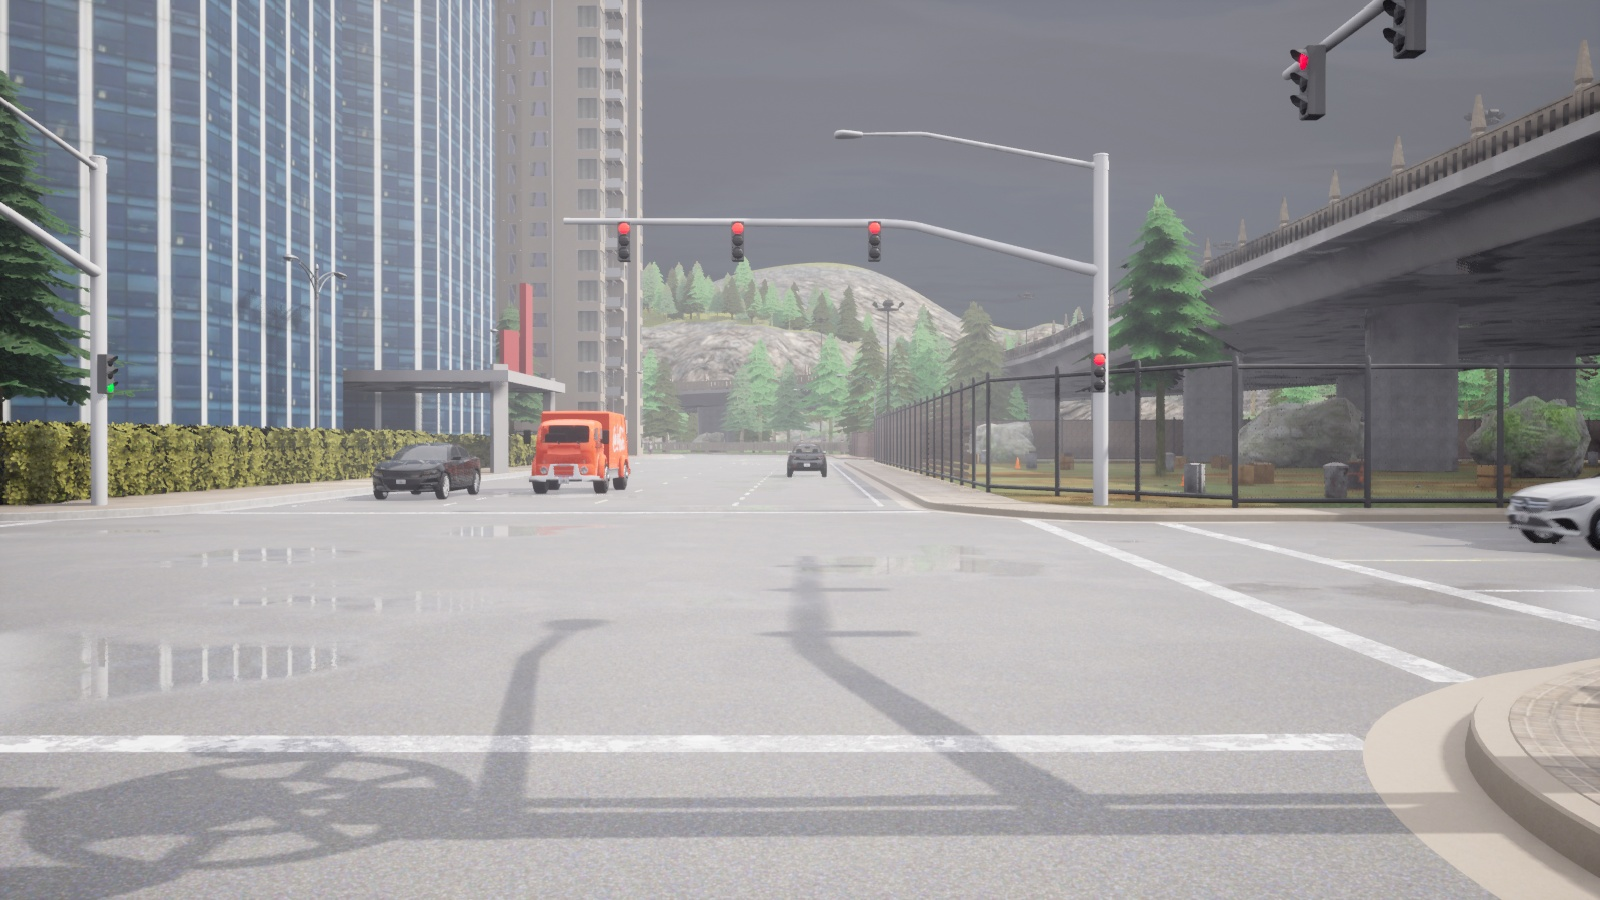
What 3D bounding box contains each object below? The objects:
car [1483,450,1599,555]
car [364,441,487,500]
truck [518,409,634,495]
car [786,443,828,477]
[{"bbox_3d":[12.792,0.734,18.318,4.674,1.442,1.812,0,0,0],"label":"car"},{"bbox_3d":[-10.300,0.519,34.939,1.882,1.535,5.008,0,0,0],"label":"car"},{"bbox_3d":[-6.780,0.037,38.677,2.627,2.467,5.204,0,0,0],"label":"truck"},{"bbox_3d":[0.315,0.441,56.527,1.816,1.474,4.193,0,0,0],"label":"car"}]
